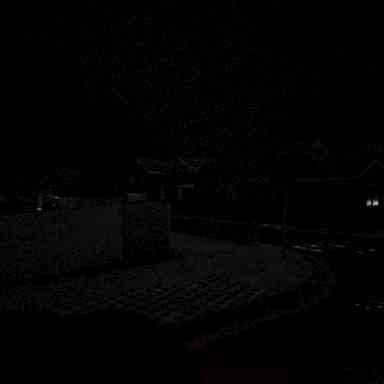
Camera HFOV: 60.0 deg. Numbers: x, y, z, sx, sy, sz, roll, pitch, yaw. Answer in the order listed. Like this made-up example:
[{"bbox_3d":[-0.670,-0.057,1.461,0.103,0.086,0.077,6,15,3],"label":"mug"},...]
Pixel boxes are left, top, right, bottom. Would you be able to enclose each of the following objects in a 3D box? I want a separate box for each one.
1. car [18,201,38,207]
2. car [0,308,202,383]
[{"bbox_3d":[-22.370,1.464,44.784,1.895,1.301,4.718,4,-2,-44],"label":"car"},{"bbox_3d":[-2.200,1.479,1.391,5.008,1.535,1.882,0,0,-36],"label":"car"}]
